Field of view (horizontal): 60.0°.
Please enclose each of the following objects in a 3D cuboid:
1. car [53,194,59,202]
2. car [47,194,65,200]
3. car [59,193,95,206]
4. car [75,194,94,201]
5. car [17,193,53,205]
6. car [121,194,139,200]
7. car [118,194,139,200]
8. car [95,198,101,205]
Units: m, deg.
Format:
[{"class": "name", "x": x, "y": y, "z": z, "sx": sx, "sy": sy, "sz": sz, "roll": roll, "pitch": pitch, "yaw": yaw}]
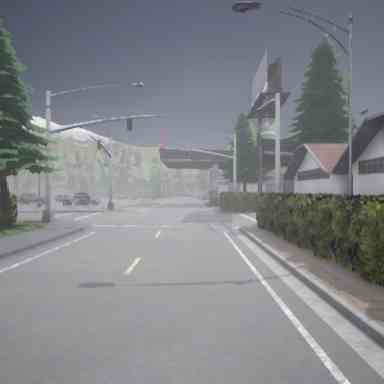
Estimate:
[{"class": "car", "x": -24.026, "y": 1.260, "z": 64.190, "sx": 4.514, "sy": 1.523, "sz": 2.007, "roll": 0, "pitch": 0, "yaw": -1}, {"class": "car", "x": -35.106, "y": 1.348, "z": 86.111, "sx": 3.806, "sy": 1.475, "sz": 1.970, "roll": 0, "pitch": 0, "yaw": -1}, {"class": "car", "x": -16.776, "y": 1.037, "z": 48.490, "sx": 3.866, "sy": 1.878, "sz": 1.905, "roll": 0, "pitch": 0, "yaw": -1}, {"class": "car", "x": -24.043, "y": 1.283, "z": 74.183, "sx": 3.633, "sy": 1.501, "sz": 1.845, "roll": 0, "pitch": 0, "yaw": -1}, {"class": "car", "x": -24.663, "y": 1.057, "z": 51.730, "sx": 4.605, "sy": 1.855, "sz": 1.932, "roll": 0, "pitch": 0, "yaw": -1}, {"class": "car", "x": -16.510, "y": 1.306, "z": 89.211, "sx": 4.514, "sy": 1.523, "sz": 2.007, "roll": 0, "pitch": 0, "yaw": -1}, {"class": "car", "x": -16.439, "y": 1.297, "z": 86.075, "sx": 5.027, "sy": 1.636, "sz": 2.152, "roll": 0, "pitch": 0, "yaw": -1}, {"class": "car", "x": -16.184, "y": 1.322, "z": 51.818, "sx": 3.806, "sy": 1.475, "sz": 1.970, "roll": 0, "pitch": 0, "yaw": -1}]
